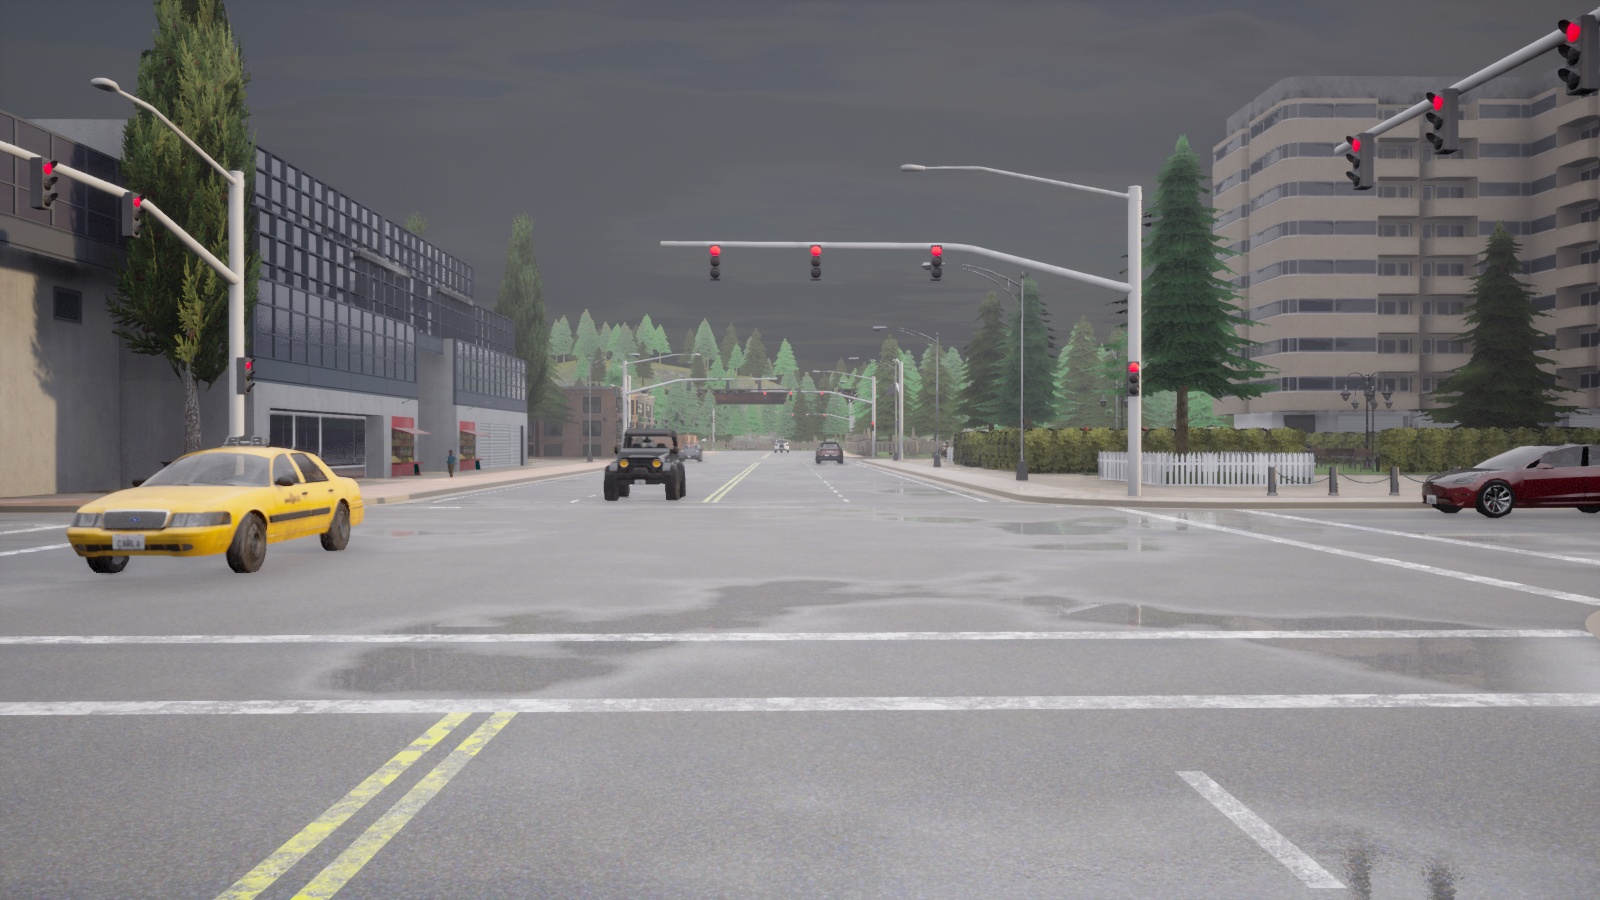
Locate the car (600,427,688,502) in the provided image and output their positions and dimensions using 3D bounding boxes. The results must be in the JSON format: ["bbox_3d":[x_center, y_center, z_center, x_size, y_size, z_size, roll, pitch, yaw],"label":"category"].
[{"bbox_3d":[-4.066,0.351,33.302,1.905,1.878,3.866,0,0,-1],"label":"car"}]

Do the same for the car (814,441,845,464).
[{"bbox_3d":[2.115,0.165,90.991,2.033,1.649,4.856,0,0,-1],"label":"car"}]

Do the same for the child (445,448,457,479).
[{"bbox_3d":[-13.385,0.502,48.153,0.343,1.192,0.448,0,0,-3],"label":"child"}]

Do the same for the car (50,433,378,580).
[{"bbox_3d":[-7.176,0.587,16.133,1.801,1.575,5.366,0,0,-1],"label":"car"}]

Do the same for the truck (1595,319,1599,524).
[{"bbox_3d":[19.204,-0.528,22.210,8.468,3.827,2.891,0,0,-1],"label":"truck"}]

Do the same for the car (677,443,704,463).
[{"bbox_3d":[-8.476,0.203,97.511,1.845,1.501,3.633,0,0,-1],"label":"car"}]

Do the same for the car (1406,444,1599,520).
[{"bbox_3d":[15.302,0.614,25.652,4.792,1.488,2.163,0,0,-1],"label":"car"}]
